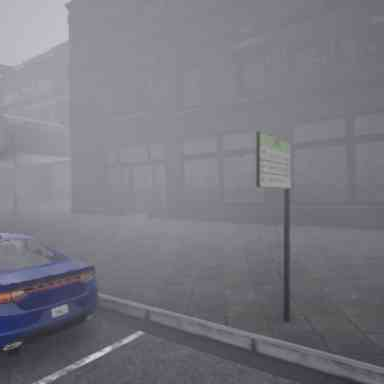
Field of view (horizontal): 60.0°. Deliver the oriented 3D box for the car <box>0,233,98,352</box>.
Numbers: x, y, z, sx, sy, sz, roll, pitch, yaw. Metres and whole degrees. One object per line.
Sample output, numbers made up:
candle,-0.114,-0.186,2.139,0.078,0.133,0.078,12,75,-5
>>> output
car,-3.848,1.479,5.959,5.008,1.535,2.097,0,0,34
